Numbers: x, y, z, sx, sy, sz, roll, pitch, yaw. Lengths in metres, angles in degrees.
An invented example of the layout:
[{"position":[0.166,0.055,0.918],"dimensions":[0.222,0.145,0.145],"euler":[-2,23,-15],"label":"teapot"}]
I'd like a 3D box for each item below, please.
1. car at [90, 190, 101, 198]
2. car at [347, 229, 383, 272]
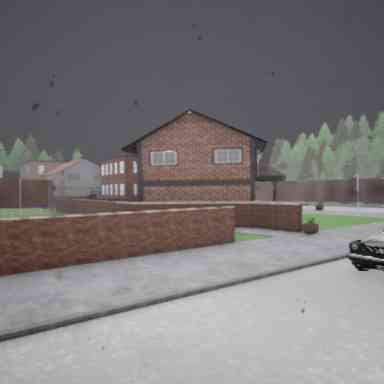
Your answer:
[{"position":[-11.308,0.735,40.776],"dimensions":[1.905,1.878,3.866],"euler":[-1,1,-35],"label":"car"},{"position":[6.258,1.432,9.002],"dimensions":[4.718,1.301,1.895],"euler":[-1,1,-35],"label":"car"}]
